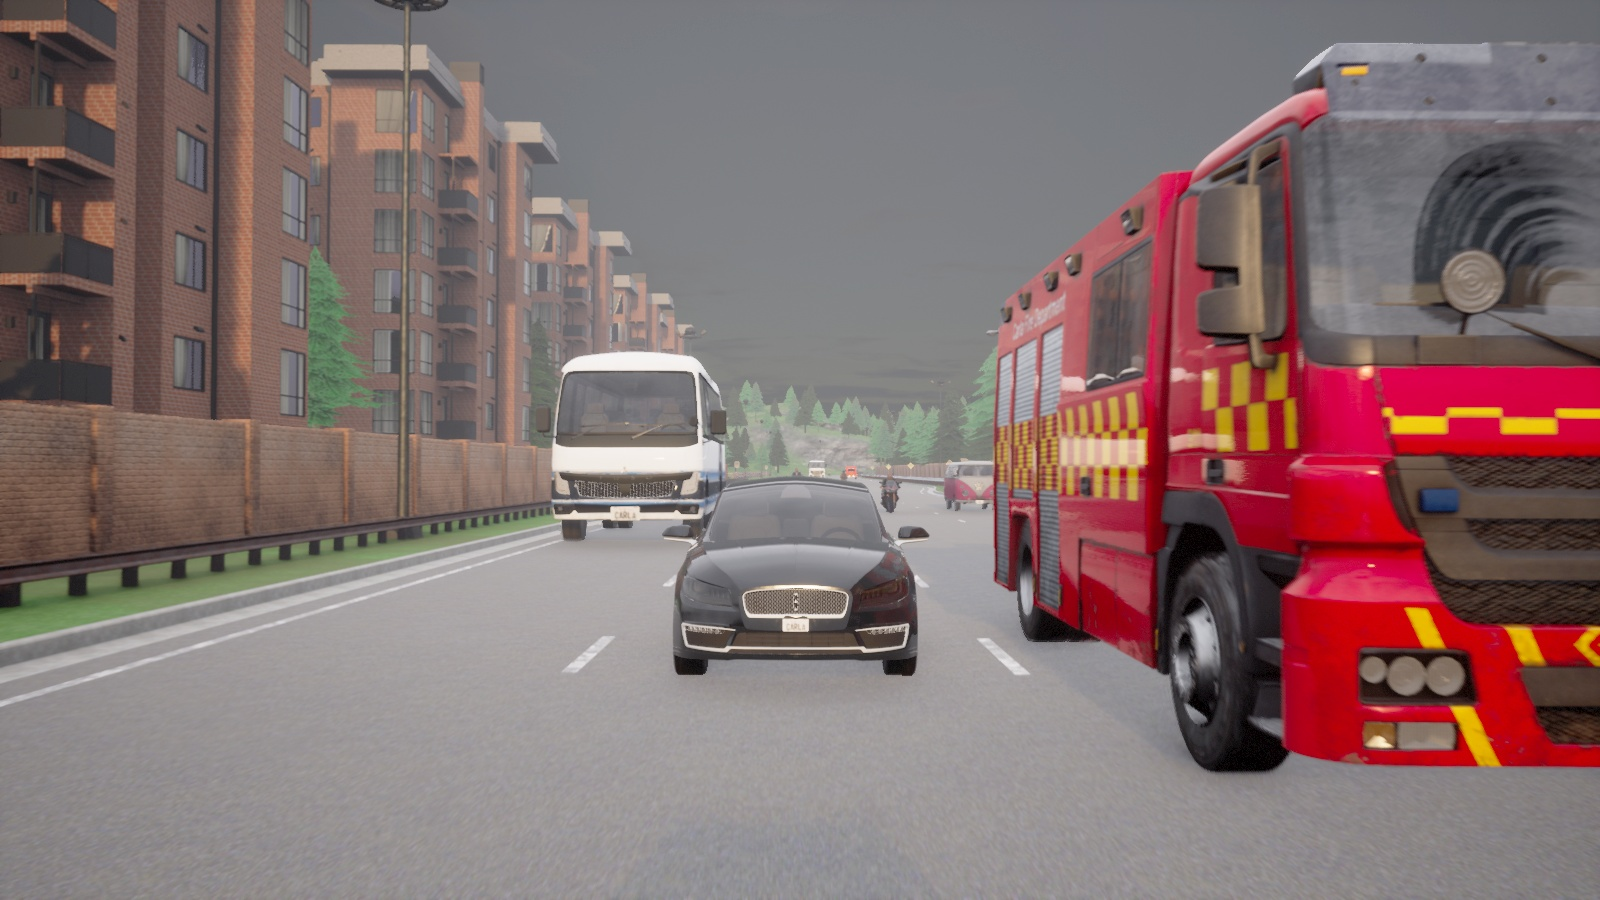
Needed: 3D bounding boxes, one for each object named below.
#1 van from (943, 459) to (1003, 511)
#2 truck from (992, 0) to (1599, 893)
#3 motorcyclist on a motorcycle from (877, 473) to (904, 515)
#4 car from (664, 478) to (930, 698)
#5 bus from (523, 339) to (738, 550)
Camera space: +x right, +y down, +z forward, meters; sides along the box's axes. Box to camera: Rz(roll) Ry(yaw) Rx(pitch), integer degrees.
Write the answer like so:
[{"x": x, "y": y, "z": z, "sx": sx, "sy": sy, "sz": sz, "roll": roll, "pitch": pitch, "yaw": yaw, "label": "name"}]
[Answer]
[{"x": 6.879, "y": 1.381, "z": 50.241, "sx": 1.775, "sy": 1.987, "sz": 4.442, "roll": 0, "pitch": -1, "yaw": 0, "label": "van"}, {"x": 3.474, "y": -0.215, "z": 8.900, "sx": 2.891, "sy": 3.827, "sz": 8.468, "roll": 0, "pitch": -1, "yaw": 0, "label": "truck"}, {"x": 3.388, "y": 1.625, "z": 47.114, "sx": 0.866, "sy": 1.530, "sz": 2.191, "roll": 0, "pitch": -1, "yaw": 0, "label": "motorcyclist on a motorcycle"}, {"x": -0.030, "y": 1.006, "z": 11.148, "sx": 1.837, "sy": 1.490, "sz": 4.892, "roll": 0, "pitch": -1, "yaw": 0, "label": "car"}, {"x": -3.688, "y": -0.035, "z": 30.635, "sx": 3.944, "sy": 4.253, "sz": 10.273, "roll": 0, "pitch": -1, "yaw": -1, "label": "bus"}]
